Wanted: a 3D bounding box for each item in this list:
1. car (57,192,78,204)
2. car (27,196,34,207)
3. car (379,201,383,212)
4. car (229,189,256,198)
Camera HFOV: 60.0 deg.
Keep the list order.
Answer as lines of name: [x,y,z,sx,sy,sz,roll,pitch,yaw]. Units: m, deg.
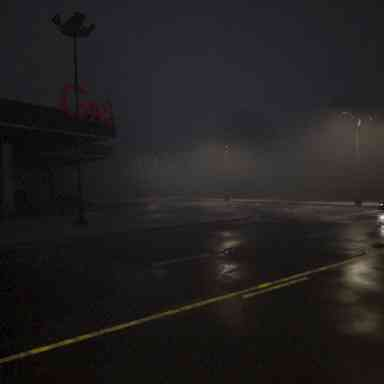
car: [-17.840,0.879,47.558,2.242,1.667,4.611,-2,1,-35]
car: [-22.043,1.231,43.580,1.970,1.475,3.806,-2,1,-35]
car: [15.411,0.677,23.653,5.357,1.411,2.033,-2,1,-36]
car: [8.105,0.228,54.001,1.882,1.535,5.008,-2,1,-36]
